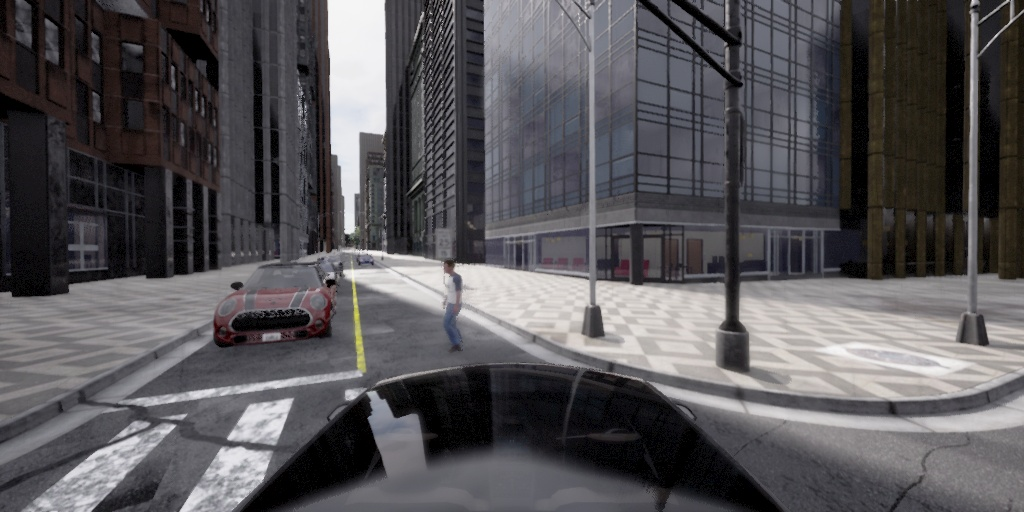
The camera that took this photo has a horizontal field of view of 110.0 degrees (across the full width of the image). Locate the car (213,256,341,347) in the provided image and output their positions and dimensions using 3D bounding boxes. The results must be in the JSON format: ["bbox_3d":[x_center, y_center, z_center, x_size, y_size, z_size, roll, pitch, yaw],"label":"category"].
[{"bbox_3d":[-5.675,0.974,9.129,2.097,1.767,4.553,-1,1,-24],"label":"car"}]

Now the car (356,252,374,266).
[{"bbox_3d":[-18.471,0.463,45.354,2.033,1.411,5.357,-1,1,-23],"label":"car"}]

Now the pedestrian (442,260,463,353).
[{"bbox_3d":[-1.134,0.947,7.052,0.375,1.860,0.375,0,0,-24],"label":"pedestrian"}]

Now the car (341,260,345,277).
[{"bbox_3d":[-9.594,1.011,17.837,2.033,1.411,5.357,-1,1,-24],"label":"car"}]
